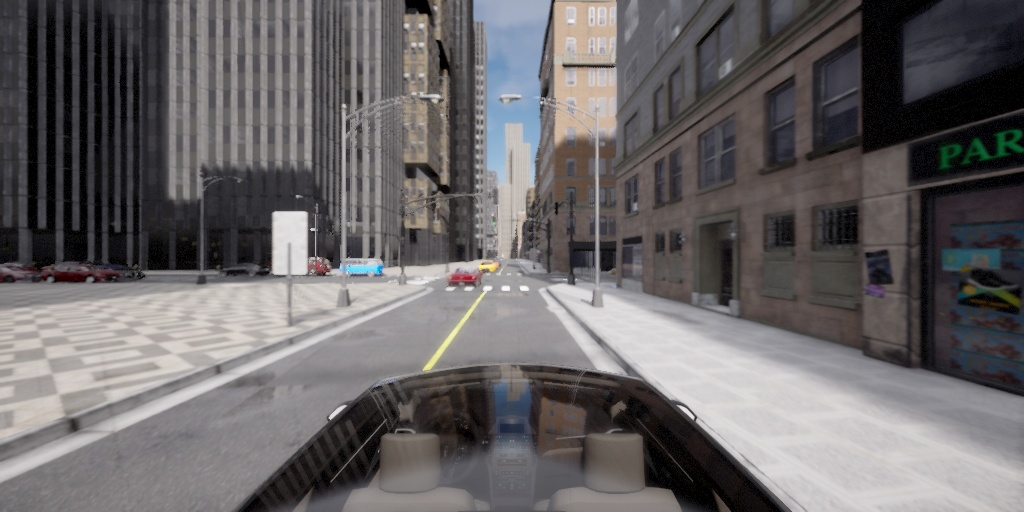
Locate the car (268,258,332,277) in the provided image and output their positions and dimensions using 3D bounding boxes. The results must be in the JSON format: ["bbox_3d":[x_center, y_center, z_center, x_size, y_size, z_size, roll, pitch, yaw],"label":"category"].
[{"bbox_3d":[-20.359,1.108,35.071,5.009,1.841,2.192,0,0,-1],"label":"car"}]

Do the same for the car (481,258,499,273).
[{"bbox_3d":[-2.987,1.285,43.604,1.882,1.535,5.008,0,1,0],"label":"car"}]

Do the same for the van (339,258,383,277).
[{"bbox_3d":[-14.718,1.135,35.155,3.998,1.789,1.690,0,0,-1],"label":"van"}]

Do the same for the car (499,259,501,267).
[{"bbox_3d":[-2.986,1.096,52.031,2.097,1.767,4.553,0,-1,0],"label":"car"}]

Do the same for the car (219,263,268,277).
[{"bbox_3d":[-25.998,1.356,34.986,4.313,1.339,1.948,0,0,-1],"label":"car"}]

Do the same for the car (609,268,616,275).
[{"bbox_3d":[12.127,1.275,35.558,4.829,1.417,1.751,0,0,-1],"label":"car"}]

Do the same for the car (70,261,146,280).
[{"bbox_3d":[-32.342,1.347,28.944,4.181,1.385,1.994,0,0,-1],"label":"car"}]

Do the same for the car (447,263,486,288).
[{"bbox_3d":[-2.995,1.357,23.551,1.895,1.301,4.718,0,0,0],"label":"car"}]

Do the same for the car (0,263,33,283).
[{"bbox_3d":[-37.173,1.361,26.292,4.207,1.307,1.802,0,0,-1],"label":"car"}]

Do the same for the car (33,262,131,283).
[{"bbox_3d":[-31.535,1.327,26.377,4.507,1.381,1.888,0,0,-1],"label":"car"}]
